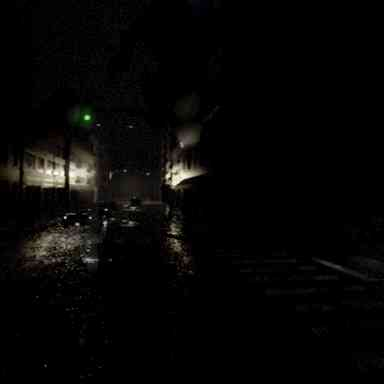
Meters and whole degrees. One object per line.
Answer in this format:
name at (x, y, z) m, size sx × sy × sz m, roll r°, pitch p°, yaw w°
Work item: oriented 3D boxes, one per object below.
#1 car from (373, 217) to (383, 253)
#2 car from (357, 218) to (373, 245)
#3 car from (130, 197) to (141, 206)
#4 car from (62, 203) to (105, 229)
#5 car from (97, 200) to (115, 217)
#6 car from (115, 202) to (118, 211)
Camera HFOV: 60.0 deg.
car at (9.233, 1.642, 11.073) m, size 5.357 × 1.411 × 2.033 m, roll 0°, pitch 0°, yaw -9°
car at (9.562, 1.407, 13.819) m, size 5.009 × 1.841 × 2.192 m, roll 0°, pitch 1°, yaw -9°
car at (-10.817, 1.786, 63.867) m, size 1.882 × 1.535 × 5.008 m, roll 1°, pitch -1°, yaw -9°
car at (-7.173, 1.623, 21.999) m, size 1.895 × 1.301 × 4.718 m, roll 1°, pitch 0°, yaw -9°
car at (-8.817, 1.671, 32.030) m, size 1.895 × 1.301 × 4.718 m, roll 1°, pitch 0°, yaw -9°
car at (-10.557, 1.689, 42.683) m, size 1.994 × 1.385 × 4.181 m, roll 1°, pitch -1°, yaw -9°
